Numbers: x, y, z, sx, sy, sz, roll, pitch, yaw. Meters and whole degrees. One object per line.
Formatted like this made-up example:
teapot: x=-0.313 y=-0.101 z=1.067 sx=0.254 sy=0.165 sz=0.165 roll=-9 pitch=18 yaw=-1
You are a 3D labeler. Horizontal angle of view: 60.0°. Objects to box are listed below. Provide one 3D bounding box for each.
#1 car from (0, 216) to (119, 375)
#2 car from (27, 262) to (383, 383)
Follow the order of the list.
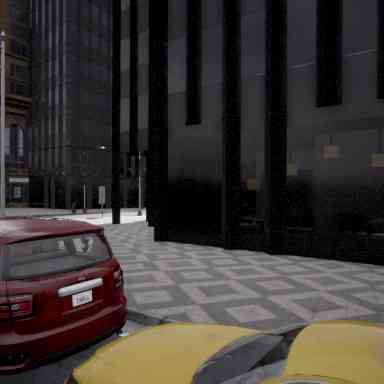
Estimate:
car: x=-3.216 y=1.315 z=5.248 sx=5.009 sy=1.841 sz=2.192 roll=0 pitch=0 yaw=35
car: x=1.065 y=1.525 z=2.199 sx=4.829 sy=1.417 sz=1.752 roll=0 pitch=0 yaw=35
